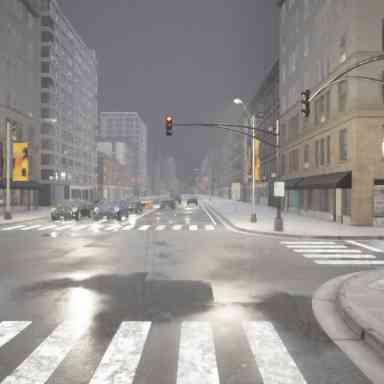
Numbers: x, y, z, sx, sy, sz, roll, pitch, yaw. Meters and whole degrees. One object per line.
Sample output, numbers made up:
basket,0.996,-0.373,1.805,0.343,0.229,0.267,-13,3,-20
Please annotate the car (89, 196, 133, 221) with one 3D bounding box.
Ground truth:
car,-6.566,1.352,27.418,2.097,1.767,4.553,0,0,0

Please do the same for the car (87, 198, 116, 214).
car,-9.806,1.503,36.394,1.837,1.490,4.892,0,0,0

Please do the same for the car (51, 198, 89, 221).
car,-9.815,1.352,27.422,2.097,1.767,4.553,0,0,0

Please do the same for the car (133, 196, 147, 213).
car,-6.552,1.490,36.257,2.128,1.511,4.902,0,0,0

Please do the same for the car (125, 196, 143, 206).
car,-9.761,1.483,56.637,2.128,1.511,4.902,0,0,1

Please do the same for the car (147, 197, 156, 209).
car,-6.541,1.473,45.760,1.882,1.535,5.008,0,0,0

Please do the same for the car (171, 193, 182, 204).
car,-3.140,1.212,63.547,2.150,2.045,5.566,0,0,1

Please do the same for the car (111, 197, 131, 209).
car,-9.793,1.521,46.339,1.812,1.442,4.674,0,0,0

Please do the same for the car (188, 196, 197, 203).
car,0.059,1.512,68.314,1.812,1.442,4.674,0,0,0

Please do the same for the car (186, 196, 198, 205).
car,0.050,1.496,57.895,1.837,1.490,4.892,0,0,0

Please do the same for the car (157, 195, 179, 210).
car,-3.111,1.502,43.625,1.837,1.490,4.892,0,0,0
